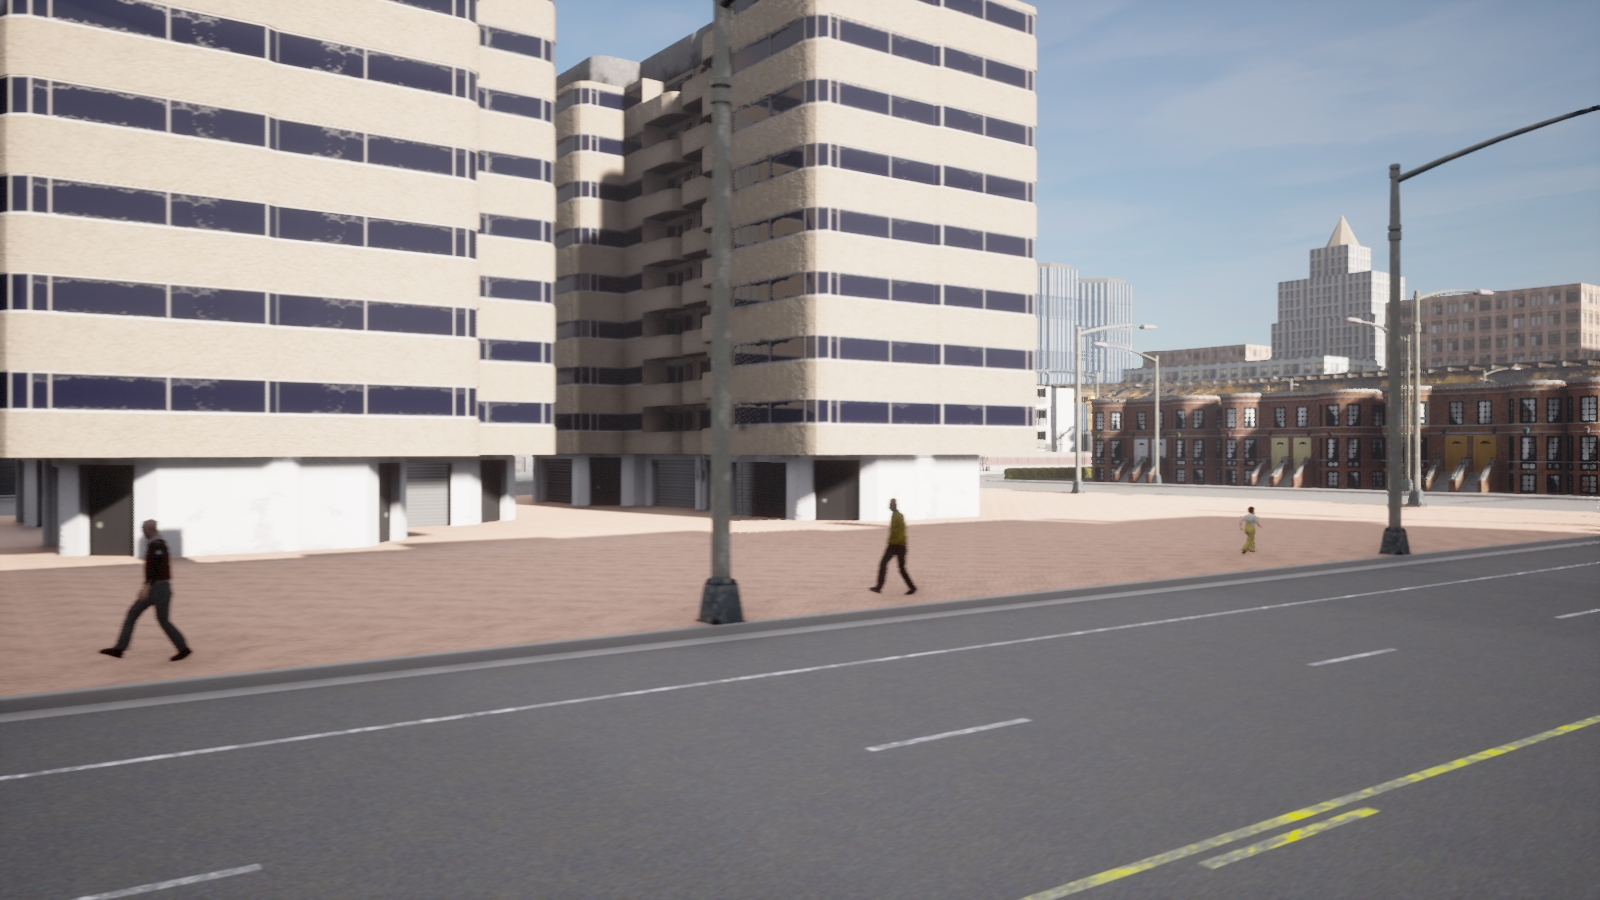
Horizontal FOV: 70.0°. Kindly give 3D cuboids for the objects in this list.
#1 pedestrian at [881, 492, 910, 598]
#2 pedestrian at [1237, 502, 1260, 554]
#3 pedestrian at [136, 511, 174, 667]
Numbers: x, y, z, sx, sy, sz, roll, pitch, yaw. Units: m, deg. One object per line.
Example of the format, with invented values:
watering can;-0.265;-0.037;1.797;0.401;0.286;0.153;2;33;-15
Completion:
pedestrian;1.721;1.696;20.542;0.375;1.860;0.375;0;0;-28
pedestrian;11.405;1.982;29.052;0.375;1.300;0.375;0;0;-24
pedestrian;-7.961;1.698;14.094;0.375;1.860;0.375;0;0;-35
